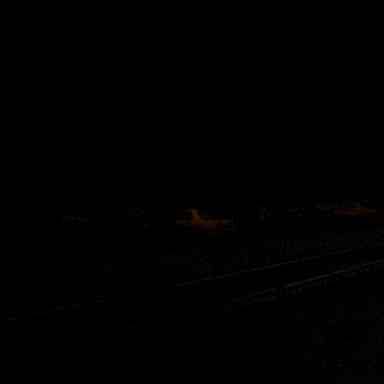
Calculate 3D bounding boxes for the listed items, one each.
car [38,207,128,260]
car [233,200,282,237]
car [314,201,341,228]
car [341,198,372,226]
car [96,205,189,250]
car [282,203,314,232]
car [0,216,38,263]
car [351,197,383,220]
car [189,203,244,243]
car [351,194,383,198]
[{"bbox_3d":[-5.076,1.496,12.532,5.008,1.535,2.097,-1,0,34],"label":"car"},{"bbox_3d":[2.074,1.340,17.819,4.553,1.767,2.185,-1,0,33],"label":"car"},{"bbox_3d":[6.753,1.485,21.438,4.674,1.452,2.002,-1,0,32],"label":"car"},{"bbox_3d":[9.244,1.429,23.170,5.366,1.575,1.946,-1,-1,32],"label":"car"},{"bbox_3d":[-2.717,1.361,14.313,4.553,1.767,2.185,-1,-1,34],"label":"car"},{"bbox_3d":[4.409,1.495,19.628,4.674,1.452,2.002,-1,0,33],"label":"car"},{"bbox_3d":[-7.448,1.536,10.786,4.792,1.488,2.163,-1,-1,34],"label":"car"},{"bbox_3d":[11.251,1.425,25.196,5.366,1.575,1.946,-1,0,32],"label":"car"},{"bbox_3d":[-0.472,1.476,16.156,5.366,1.575,1.946,-1,0,33],"label":"car"},{"bbox_3d":[13.748,1.288,26.930,4.553,1.767,2.185,-1,0,31],"label":"car"}]
